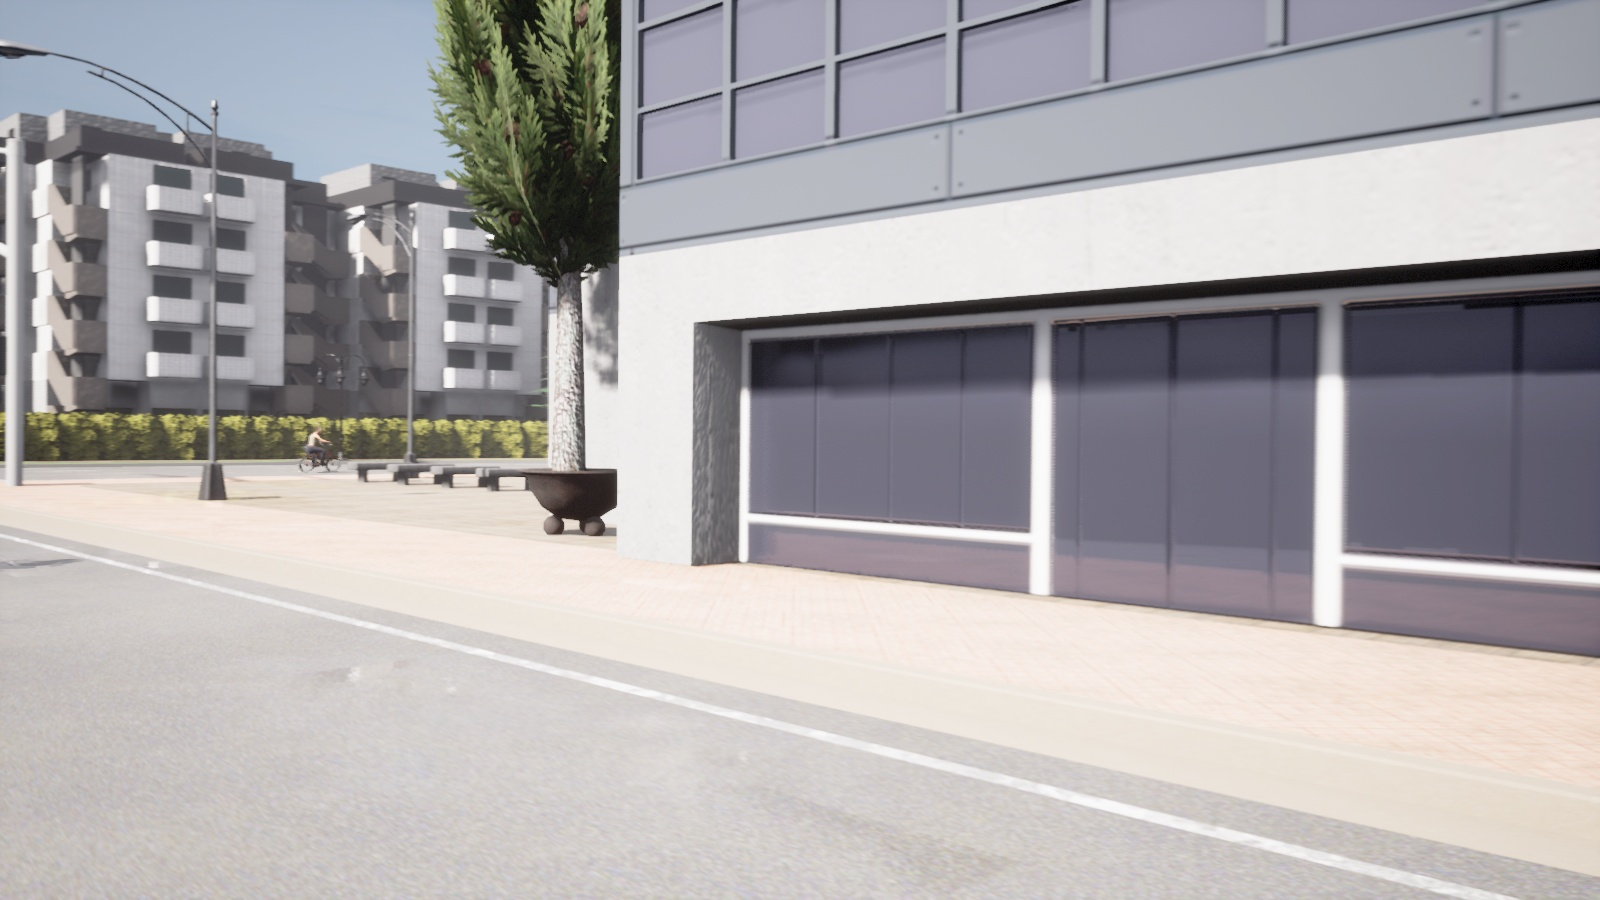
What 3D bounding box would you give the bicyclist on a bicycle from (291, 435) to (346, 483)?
[{"bbox_3d":[-16.653,0.293,43.442,0.866,1.612,1.509,0,1,42],"label":"bicyclist on a bicycle"}]
